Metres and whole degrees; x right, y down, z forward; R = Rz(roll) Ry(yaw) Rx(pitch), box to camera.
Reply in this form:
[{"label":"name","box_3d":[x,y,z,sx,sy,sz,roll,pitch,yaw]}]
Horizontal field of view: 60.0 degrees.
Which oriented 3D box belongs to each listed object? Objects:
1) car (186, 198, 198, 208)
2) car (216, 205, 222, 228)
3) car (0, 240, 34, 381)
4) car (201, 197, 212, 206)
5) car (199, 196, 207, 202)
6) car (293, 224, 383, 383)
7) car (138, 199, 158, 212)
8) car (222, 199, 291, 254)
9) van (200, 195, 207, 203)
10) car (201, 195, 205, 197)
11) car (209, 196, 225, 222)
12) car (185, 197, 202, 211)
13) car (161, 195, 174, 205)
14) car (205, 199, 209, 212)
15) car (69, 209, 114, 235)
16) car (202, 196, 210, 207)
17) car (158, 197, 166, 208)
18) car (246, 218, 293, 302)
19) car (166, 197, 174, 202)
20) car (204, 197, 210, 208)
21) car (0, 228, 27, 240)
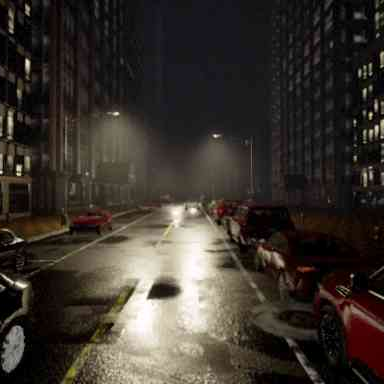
[{"label":"car","box_3d":[0.049,1.757,54.604,1.837,1.490,4.892,0,0,0]},{"label":"car","box_3d":[2.711,1.656,19.255,1.947,1.339,4.313,0,0,0]},{"label":"car","box_3d":[-3.091,1.519,2.698,1.837,1.490,4.892,0,0,0]},{"label":"car","box_3d":[2.750,1.733,63.569,1.967,1.590,4.097,0,0,0]},{"label":"car","box_3d":[2.770,1.832,85.726,1.967,1.590,4.097,0,0,0]},{"label":"car","box_3d":[2.697,1.328,2.638,2.192,1.841,5.009,0,0,0]},{"label":"car","box_3d":[-5.650,1.775,41.419,1.802,1.307,4.206,0,0,0]},{"label":"car","box_3d":[2.707,1.380,13.717,2.192,1.841,5.009,0,0,0]},{"label":"van","box_3d":[2.765,1.709,80.187,1.690,1.788,3.998,0,0,0]},{"label":"car","box_3d":[2.746,1.583,58.031,2.192,1.841,5.009,0,0,0]},{"label":"car","box_3d":[2.717,1.431,24.795,2.192,1.841,5.009,0,0,0]},{"label":"car","box_3d":[0.040,1.733,44.596,1.812,1.442,4.674,0,0,0]},{"label":"car","box_3d":[-5.625,1.633,69.116,2.192,1.841,5.009,0,0,0]},{"label":"car","box_3d":[2.726,1.717,35.873,2.008,1.369,4.403,0,0,0]},{"label":"car","box_3d":[-5.669,1.673,19.262,1.802,1.307,4.206,0,0,0]},{"label":"car","box_3d":[2.740,1.808,52.490,1.947,1.339,4.313,0,0,0]},{"label":"car","box_3d":[-5.640,1.825,52.497,1.802,1.307,4.206,0,0,0]},{"label":"car","box_3d":[2.701,1.583,8.176,1.887,1.381,4.507,0,0,0]},{"label":"car","box_3d":[-5.611,1.938,85.733,1.887,1.381,4.507,0,0,0]},{"label":"car","box_3d":[2.731,1.718,41.582,1.752,1.417,4.829,0,0,0]},{"label":"car","box_3d":[-5.679,1.590,8.182,2.008,1.369,4.403,0,0,0]}]
